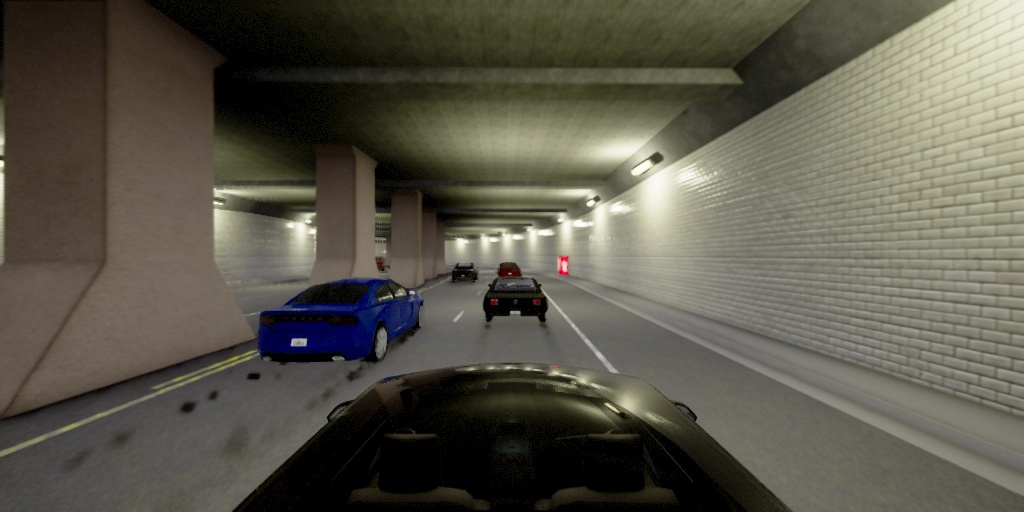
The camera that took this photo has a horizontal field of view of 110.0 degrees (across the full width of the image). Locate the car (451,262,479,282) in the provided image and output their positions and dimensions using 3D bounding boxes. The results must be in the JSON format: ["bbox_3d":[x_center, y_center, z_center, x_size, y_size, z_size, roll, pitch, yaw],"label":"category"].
[{"bbox_3d":[-3.729,1.243,28.716,2.128,1.511,4.902,0,0,-4],"label":"car"}]

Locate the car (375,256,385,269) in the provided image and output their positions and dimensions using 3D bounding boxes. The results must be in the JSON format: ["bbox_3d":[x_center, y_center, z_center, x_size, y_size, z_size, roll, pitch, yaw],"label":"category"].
[{"bbox_3d":[-18.051,0.978,47.526,2.150,2.045,5.566,0,0,-17],"label":"car"}]

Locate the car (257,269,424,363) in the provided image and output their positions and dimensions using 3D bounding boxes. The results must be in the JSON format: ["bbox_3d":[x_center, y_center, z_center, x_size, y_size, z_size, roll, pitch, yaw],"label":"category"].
[{"bbox_3d":[-3.401,1.228,8.196,1.882,1.535,5.008,0,0,0],"label":"car"}]

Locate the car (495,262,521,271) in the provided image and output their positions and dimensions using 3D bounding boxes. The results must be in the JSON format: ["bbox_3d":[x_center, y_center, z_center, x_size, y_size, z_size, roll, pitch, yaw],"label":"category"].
[{"bbox_3d":[-0.354,1.229,30.392,1.882,1.535,5.008,0,0,-4],"label":"car"}]

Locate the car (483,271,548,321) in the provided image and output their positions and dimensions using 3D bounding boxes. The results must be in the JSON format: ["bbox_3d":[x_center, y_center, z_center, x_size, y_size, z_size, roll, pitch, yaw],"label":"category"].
[{"bbox_3d":[0.100,1.351,12.421,1.895,1.301,4.718,0,0,0],"label":"car"}]

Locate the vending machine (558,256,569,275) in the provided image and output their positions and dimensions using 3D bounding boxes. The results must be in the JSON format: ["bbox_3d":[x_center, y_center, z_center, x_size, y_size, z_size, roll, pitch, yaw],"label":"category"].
[{"bbox_3d":[5.081,0.947,35.597,1.100,2.100,0.880,0,0,-7],"label":"vending machine"}]
